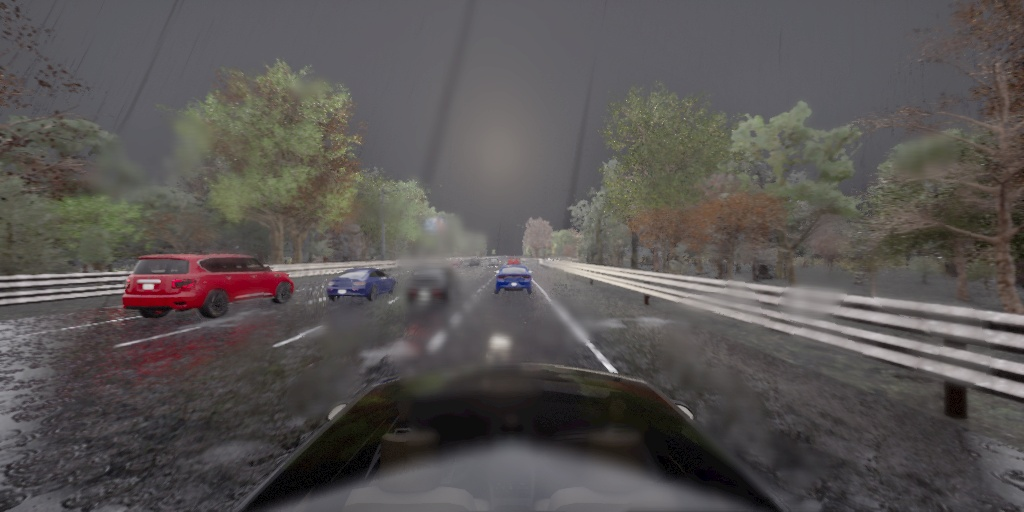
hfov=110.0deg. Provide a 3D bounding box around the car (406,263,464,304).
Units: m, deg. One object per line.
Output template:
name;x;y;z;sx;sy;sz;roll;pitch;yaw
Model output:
car;-3.395;1.255;16.387;1.837;1.490;4.892;0;0;0

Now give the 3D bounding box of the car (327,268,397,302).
car;-6.897;1.276;16.867;1.812;1.442;4.674;0;0;0

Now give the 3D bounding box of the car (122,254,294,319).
car;-10.397;0.971;12.937;2.150;2.045;5.566;0;0;0

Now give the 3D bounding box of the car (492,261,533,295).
car;0.107;1.229;19.993;1.882;1.535;5.008;0;0;0
